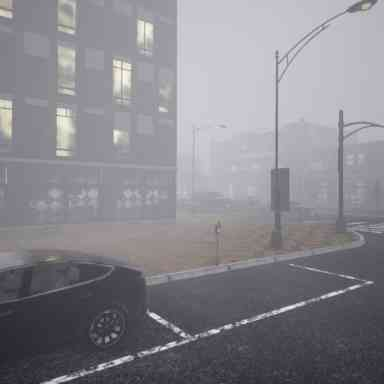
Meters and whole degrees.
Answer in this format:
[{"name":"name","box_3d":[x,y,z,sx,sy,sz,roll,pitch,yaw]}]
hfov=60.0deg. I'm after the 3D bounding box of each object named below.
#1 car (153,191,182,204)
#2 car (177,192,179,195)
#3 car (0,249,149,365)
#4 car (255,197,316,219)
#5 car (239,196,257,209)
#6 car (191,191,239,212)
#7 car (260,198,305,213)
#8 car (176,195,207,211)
[{"name":"car","box_3d":[-3.886,0.793,52.100,2.192,1.841,5.009,1,0,-36]},{"name":"car","box_3d":[-0.603,1.100,47.635,2.008,1.369,4.403,1,0,-36]},{"name":"car","box_3d":[-2.690,1.566,4.635,4.313,1.339,1.947,0,0,-36]},{"name":"car","box_3d":[7.610,1.318,26.705,1.812,1.442,4.674,0,1,-36]},{"name":"car","box_3d":[5.976,1.129,38.704,1.967,1.590,4.097,1,0,-36]},{"name":"car","box_3d":[1.853,0.894,34.525,2.150,2.045,5.566,0,1,-36]},{"name":"car","box_3d":[9.263,1.340,34.237,1.802,1.307,4.206,1,0,-36]},{"name":"car","box_3d":[-0.775,1.230,33.734,1.802,1.307,4.206,1,0,-36]}]
